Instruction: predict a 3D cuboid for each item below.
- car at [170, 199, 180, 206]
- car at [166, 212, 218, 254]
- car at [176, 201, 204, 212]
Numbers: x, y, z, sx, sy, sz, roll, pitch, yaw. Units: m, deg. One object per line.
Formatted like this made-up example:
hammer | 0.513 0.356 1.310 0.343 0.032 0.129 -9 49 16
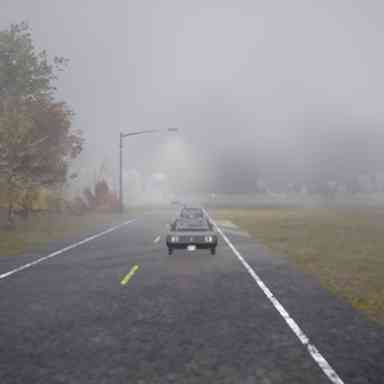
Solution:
car | -3.536 2.218 71.783 1.994 1.385 4.181 0 -1 0
car | -0.005 1.732 14.103 1.895 1.301 4.718 0 0 0
car | -0.010 1.765 29.294 2.128 1.511 4.902 0 0 0
